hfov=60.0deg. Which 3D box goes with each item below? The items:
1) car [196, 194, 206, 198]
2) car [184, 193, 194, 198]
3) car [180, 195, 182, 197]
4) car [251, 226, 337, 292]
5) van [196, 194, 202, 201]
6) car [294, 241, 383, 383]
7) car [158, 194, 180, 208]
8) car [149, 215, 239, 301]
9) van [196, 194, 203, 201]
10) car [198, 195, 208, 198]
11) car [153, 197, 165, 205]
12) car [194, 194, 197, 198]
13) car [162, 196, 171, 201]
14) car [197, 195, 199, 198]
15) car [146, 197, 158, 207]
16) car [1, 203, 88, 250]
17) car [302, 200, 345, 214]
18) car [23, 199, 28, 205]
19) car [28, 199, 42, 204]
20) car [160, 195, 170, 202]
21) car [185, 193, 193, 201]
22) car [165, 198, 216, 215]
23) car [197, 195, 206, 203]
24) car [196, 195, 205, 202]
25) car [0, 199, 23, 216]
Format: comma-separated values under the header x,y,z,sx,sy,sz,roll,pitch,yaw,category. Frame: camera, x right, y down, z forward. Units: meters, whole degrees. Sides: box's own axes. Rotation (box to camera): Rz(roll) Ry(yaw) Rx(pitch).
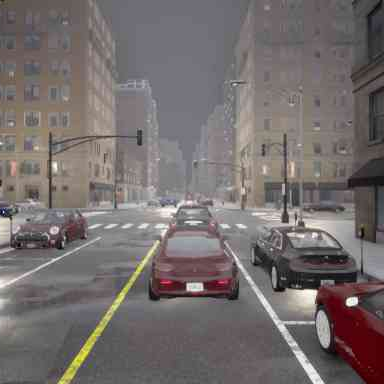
x,y,z,sx,sy,sz,roll,pitch,yaw,category
2.256,1.596,63.807,1.752,1.417,4.829,0,0,-1,car
-0.606,1.343,79.348,2.150,2.045,5.566,0,0,-1,car
-3.462,1.630,62.178,1.994,1.385,4.181,0,0,0,car
2.651,1.553,8.697,2.008,1.369,4.403,0,0,0,car
1.921,1.505,91.171,1.690,1.788,3.998,0,0,-1,van
2.667,1.545,3.206,1.887,1.381,4.507,0,0,0,car
-3.337,1.262,49.283,2.150,2.045,5.566,0,0,-1,car
0.012,1.528,8.233,1.812,1.442,4.674,0,0,-1,car
1.989,1.483,85.665,1.690,1.788,3.998,0,0,-1,van
2.393,1.591,52.623,1.887,1.381,4.507,0,0,-1,car
-6.267,1.614,63.538,1.887,1.381,4.507,0,0,-1,car
2.191,1.400,69.144,2.192,1.841,5.009,0,0,-1,car
-6.537,1.723,85.568,1.802,1.307,4.206,0,0,-1,car
2.326,1.623,58.130,1.947,1.339,4.313,0,0,-1,car
-6.131,1.596,52.522,2.008,1.369,4.403,0,0,-1,car
-5.890,1.445,14.161,1.967,1.590,4.097,0,0,0,car
14.607,1.648,37.120,4.674,1.442,1.812,0,0,1,car
-18.053,1.417,30.130,4.902,1.511,2.128,0,0,-1,car
-18.627,1.503,36.772,4.674,1.442,1.812,0,0,0,car
-6.469,1.560,80.061,1.967,1.590,4.097,0,0,-1,car
-0.738,1.385,90.066,2.150,2.045,5.566,0,0,-1,car
0.055,1.358,15.537,2.097,1.767,4.553,0,0,0,car
2.123,1.542,74.651,1.967,1.590,4.097,0,0,-1,car
2.056,1.561,80.157,1.967,1.590,4.097,0,0,-1,car
-17.175,1.124,26.890,5.566,2.045,2.150,0,0,0,car
